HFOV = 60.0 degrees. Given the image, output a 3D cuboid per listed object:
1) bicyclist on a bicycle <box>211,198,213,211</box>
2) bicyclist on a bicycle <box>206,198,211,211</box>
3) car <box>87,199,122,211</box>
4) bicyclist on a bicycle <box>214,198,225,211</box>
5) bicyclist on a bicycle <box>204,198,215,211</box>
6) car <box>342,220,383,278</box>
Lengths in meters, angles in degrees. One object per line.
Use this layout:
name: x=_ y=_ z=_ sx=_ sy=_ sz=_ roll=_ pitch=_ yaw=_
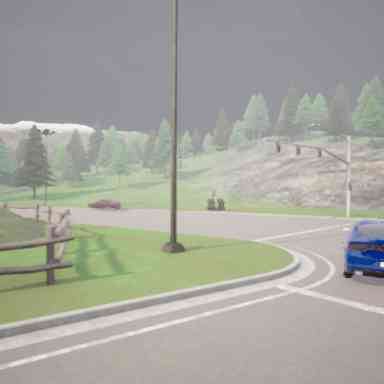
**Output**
bicyclist on a bicycle: x=3.295 y=1.543 z=40.752 sx=0.582 sy=1.620 sz=1.656 roll=0 pitch=0 yaw=34
bicyclist on a bicycle: x=2.554 y=1.540 z=41.247 sx=0.582 sy=1.620 sz=1.656 roll=0 pitch=0 yaw=34
car: x=-11.545 y=1.672 z=43.899 sx=4.674 sy=1.442 sz=1.812 roll=0 pitch=0 yaw=20
bicyclist on a bicycle: x=3.665 y=1.544 z=40.503 sx=0.582 sy=1.620 sz=1.656 roll=0 pitch=0 yaw=34
bicyclist on a bicycle: x=2.183 y=1.538 z=41.492 sx=0.582 sy=1.620 sz=1.656 roll=0 pitch=0 yaw=33
car: x=5.649 y=1.572 z=10.011 sx=1.882 sy=1.535 sz=5.008 roll=1 pitch=0 yaw=26
